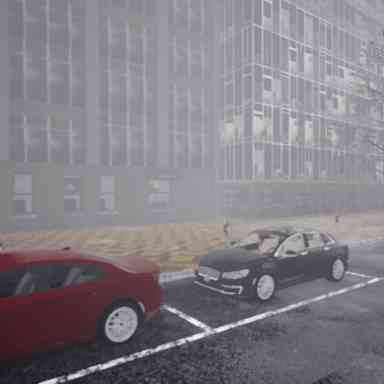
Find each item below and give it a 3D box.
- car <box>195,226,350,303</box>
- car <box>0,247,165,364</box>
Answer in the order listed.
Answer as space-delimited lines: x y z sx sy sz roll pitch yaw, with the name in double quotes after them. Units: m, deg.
2.081 1.539 8.050 4.403 1.369 2.008 0 0 -35 "car"
-2.552 1.544 4.745 4.507 1.381 1.887 0 0 -35 "car"
